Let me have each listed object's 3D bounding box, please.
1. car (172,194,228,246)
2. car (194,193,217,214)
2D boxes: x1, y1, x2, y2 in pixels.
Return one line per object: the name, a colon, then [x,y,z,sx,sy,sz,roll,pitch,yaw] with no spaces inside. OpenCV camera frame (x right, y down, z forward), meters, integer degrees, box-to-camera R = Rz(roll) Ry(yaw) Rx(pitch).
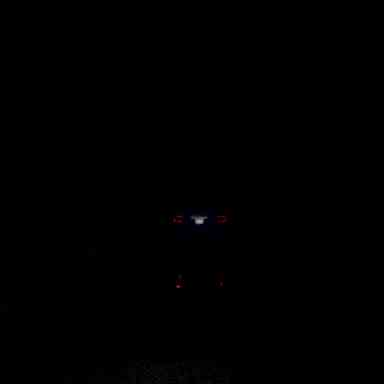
car: [0.391,1.080,14.545,2.150,2.045,5.566,0,1,3]
car: [1.221,0.910,29.473,1.882,1.535,5.008,0,2,3]
